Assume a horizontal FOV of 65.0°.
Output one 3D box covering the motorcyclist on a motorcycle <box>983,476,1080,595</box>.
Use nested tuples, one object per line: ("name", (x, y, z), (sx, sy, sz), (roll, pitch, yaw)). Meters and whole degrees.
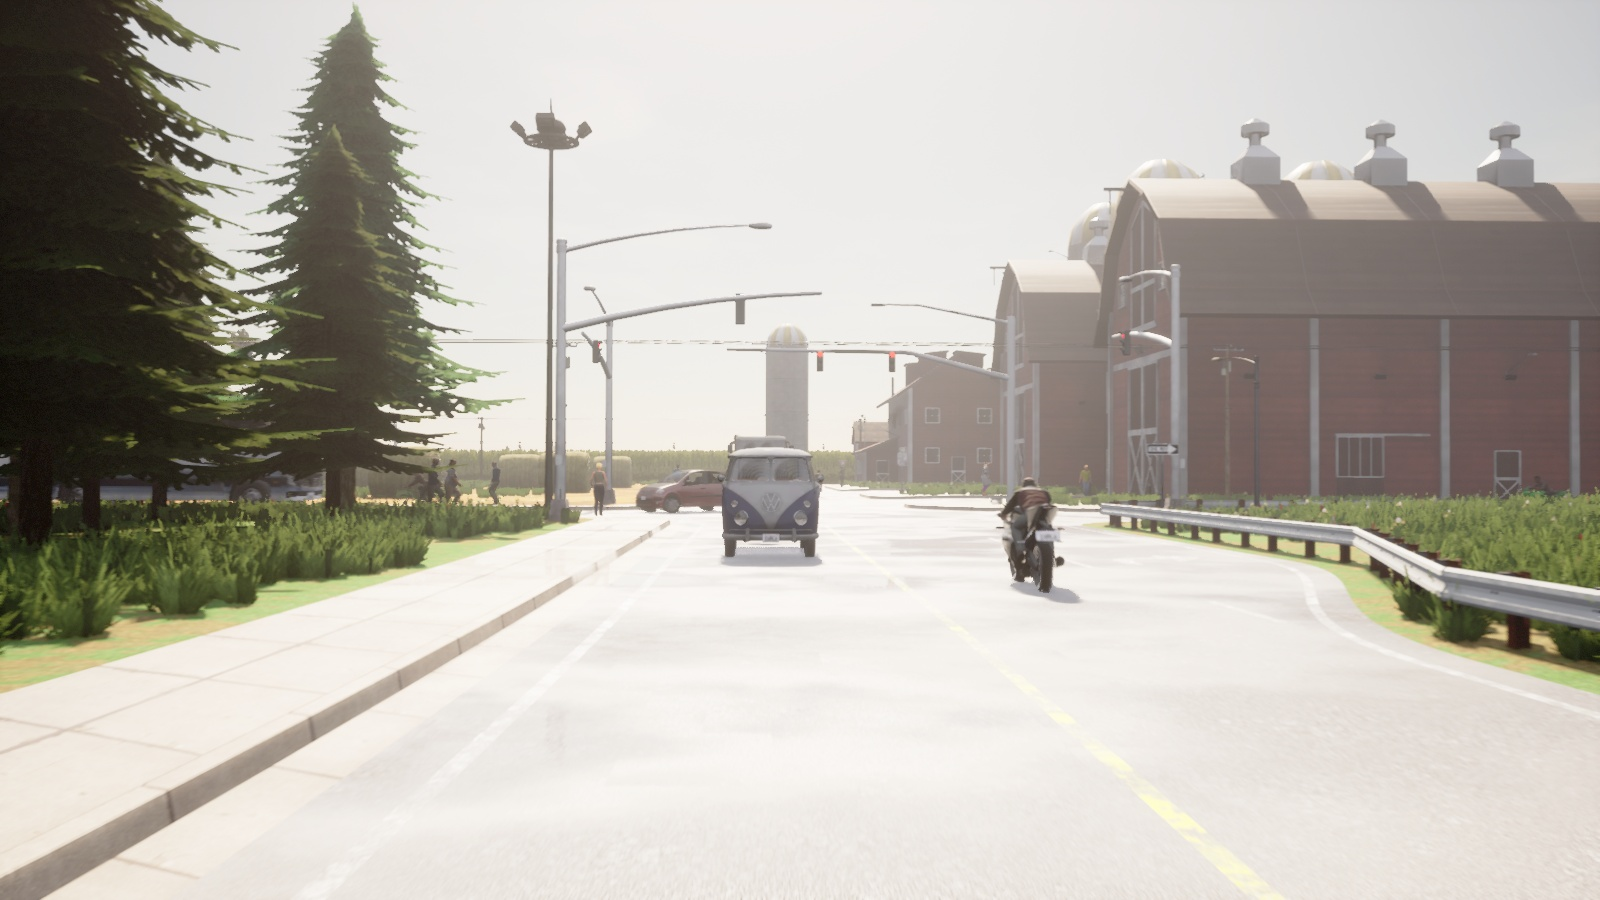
("motorcyclist on a motorcycle", (3.161, 1.128, 17.386), (0.866, 1.530, 2.191), (0, -1, -2))

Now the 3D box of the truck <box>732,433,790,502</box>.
("truck", (-2.128, 0.965, 67.203), (2.891, 3.462, 7.936), (0, -1, -2))

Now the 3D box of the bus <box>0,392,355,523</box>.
("bus", (-21.047, 0.271, 42.952), (10.273, 4.253, 3.944), (0, -1, -1))

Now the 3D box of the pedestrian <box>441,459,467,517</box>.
("pedestrian", (-11.017, 1.211, 39.967), (0.694, 1.848, 0.540), (0, -1, -1))

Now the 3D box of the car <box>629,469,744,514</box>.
("car", (-4.272, 1.539, 47.536), (3.988, 1.617, 1.851), (0, -1, -39))

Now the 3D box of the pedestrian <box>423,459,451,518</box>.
("pedestrian", (-11.311, 1.198, 39.122), (0.726, 1.842, 0.402), (0, -1, 4))

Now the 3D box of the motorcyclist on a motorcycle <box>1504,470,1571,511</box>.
("motorcyclist on a motorcycle", (27.779, 1.502, 47.295), (2.044, 1.523, 0.797), (0, -1, -1))

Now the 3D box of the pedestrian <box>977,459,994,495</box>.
("pedestrian", (10.183, 1.467, 68.959), (0.873, 1.952, 0.659), (0, -1, 9))

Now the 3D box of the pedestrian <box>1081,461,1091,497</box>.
("pedestrian", (14.564, 1.476, 64.043), (0.354, 1.836, 0.706), (0, -1, 3))

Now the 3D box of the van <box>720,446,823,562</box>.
("van", (-0.574, 0.970, 23.912), (1.775, 1.987, 4.442), (0, -1, -2))

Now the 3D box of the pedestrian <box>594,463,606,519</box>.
("pedestrian", (-6.638, 1.358, 41.652), (0.345, 1.836, 0.594), (0, -1, -5))

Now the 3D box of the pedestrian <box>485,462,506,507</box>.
("pedestrian", (-12.476, 1.403, 51.479), (0.726, 1.842, 0.402), (0, -1, 15))
